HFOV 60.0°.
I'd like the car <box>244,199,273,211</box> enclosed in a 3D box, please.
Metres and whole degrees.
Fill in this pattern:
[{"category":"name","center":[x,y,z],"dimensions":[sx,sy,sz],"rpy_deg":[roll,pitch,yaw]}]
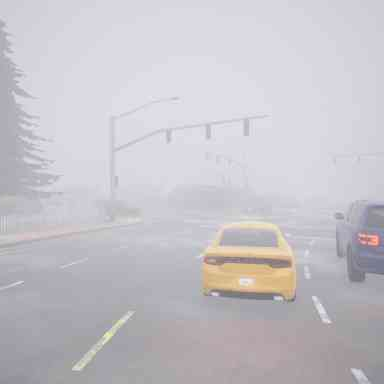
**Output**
[{"category":"car","center":[6.982,1.529,34.755],"dimensions":[2.128,1.511,4.902],"rpy_deg":[0,0,31]}]

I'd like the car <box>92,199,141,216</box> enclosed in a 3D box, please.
[{"category":"car","center":[-7.227,1.560,32.745],"dimensions":[4.892,1.490,1.837],"rpy_deg":[0,0,34]}]

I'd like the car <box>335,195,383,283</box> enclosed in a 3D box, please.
[{"category":"car","center":[5.462,1.221,9.478],"dimensions":[2.150,2.045,5.566],"rpy_deg":[0,0,19]}]

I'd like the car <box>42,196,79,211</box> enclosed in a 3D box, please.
[{"category":"car","center":[-17.011,1.407,42.979],"dimensions":[4.553,1.767,2.097],"rpy_deg":[0,0,32]}]

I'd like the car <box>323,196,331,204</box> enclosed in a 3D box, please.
[{"category":"car","center":[26.024,1.524,65.629],"dimensions":[1.812,1.442,4.674],"rpy_deg":[0,0,32]}]

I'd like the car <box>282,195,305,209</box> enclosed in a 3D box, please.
[{"category":"car","center":[13.813,1.526,45.900],"dimensions":[1.812,1.442,4.674],"rpy_deg":[0,0,32]}]

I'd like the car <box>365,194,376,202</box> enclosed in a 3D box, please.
[{"category":"car","center":[42.877,1.355,79.727],"dimensions":[2.097,1.767,4.553],"rpy_deg":[0,0,32]}]

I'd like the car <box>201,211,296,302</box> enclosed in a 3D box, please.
[{"category":"car","center":[1.498,1.478,8.449],"dimensions":[1.882,1.535,5.008],"rpy_deg":[0,0,12]}]

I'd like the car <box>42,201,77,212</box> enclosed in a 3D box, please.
[{"category":"car","center":[-15.074,1.581,37.643],"dimensions":[4.674,1.442,1.812],"rpy_deg":[0,0,32]}]

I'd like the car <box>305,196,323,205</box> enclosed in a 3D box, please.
[{"category":"car","center":[20.440,1.563,56.660],"dimensions":[1.994,1.385,4.181],"rpy_deg":[0,0,32]}]

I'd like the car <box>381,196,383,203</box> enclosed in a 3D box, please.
[{"category":"car","center":[40.544,1.540,69.224],"dimensions":[2.033,1.411,5.357],"rpy_deg":[0,0,32]}]

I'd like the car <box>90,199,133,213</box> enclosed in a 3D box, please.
[{"category":"car","center":[-9.289,1.560,38.163],"dimensions":[4.892,1.490,1.837],"rpy_deg":[0,0,32]}]
